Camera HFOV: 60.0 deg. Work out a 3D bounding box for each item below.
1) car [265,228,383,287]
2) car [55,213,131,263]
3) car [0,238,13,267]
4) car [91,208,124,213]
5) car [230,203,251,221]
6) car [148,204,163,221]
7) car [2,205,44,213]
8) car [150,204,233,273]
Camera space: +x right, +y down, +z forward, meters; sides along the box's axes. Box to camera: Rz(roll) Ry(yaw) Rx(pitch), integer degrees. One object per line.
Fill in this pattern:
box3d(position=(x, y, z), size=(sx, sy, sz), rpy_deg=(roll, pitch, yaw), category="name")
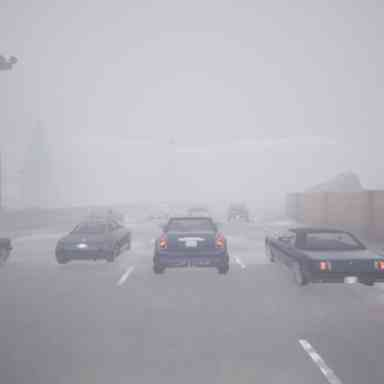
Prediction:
box3d(position=(3.471, 1.672, 9.552), size=(1.895, 1.301, 4.718), rpy_deg=(-1, -1, -1), category="car")
box3d(position=(-3.580, 1.733, 12.747), size=(1.994, 1.385, 4.181), rpy_deg=(-1, -1, -1), category="car")
box3d(position=(-7.023, 1.764, 9.255), size=(1.895, 1.301, 4.718), rpy_deg=(-1, -1, -1), category="car")
box3d(position=(-6.869, 1.948, 26.668), size=(1.895, 1.301, 4.718), rpy_deg=(-1, -1, 5), category="car")
box3d(position=(4.271, 1.790, 30.172), size=(1.837, 1.490, 4.892), rpy_deg=(-2, 0, 11), category="car")
box3d(position=(-2.803, 1.883, 31.117), size=(1.812, 1.442, 4.674), rpy_deg=(-1, -1, 9), category="car")
box3d(position=(-16.750, 2.074, 33.656), size=(1.812, 1.442, 4.674), rpy_deg=(-1, -1, 9), category="car")
box3d(position=(-0.057, 1.473, 11.252), size=(2.097, 1.767, 4.553), rpy_deg=(-1, -1, -1), category="car")
